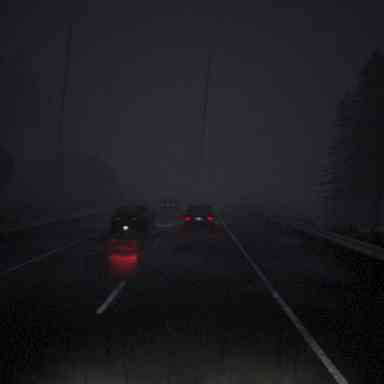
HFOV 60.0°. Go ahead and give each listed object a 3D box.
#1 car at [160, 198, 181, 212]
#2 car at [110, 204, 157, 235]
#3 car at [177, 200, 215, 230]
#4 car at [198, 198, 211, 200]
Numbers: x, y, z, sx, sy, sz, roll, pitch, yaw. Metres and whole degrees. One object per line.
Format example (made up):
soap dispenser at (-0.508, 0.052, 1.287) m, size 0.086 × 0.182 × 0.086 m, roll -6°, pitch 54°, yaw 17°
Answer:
car at (-2.322, 1.391, 36.840) m, size 2.033 × 1.411 × 5.357 m, roll 0°, pitch 0°, yaw 4°
car at (-3.106, 1.428, 18.234) m, size 1.837 × 1.490 × 4.892 m, roll 0°, pitch 0°, yaw 1°
car at (0.432, 1.462, 20.105) m, size 2.033 × 1.411 × 5.357 m, roll 0°, pitch 0°, yaw 1°
car at (1.591, 1.424, 41.583) m, size 1.895 × 1.301 × 4.718 m, roll 0°, pitch 0°, yaw 5°
